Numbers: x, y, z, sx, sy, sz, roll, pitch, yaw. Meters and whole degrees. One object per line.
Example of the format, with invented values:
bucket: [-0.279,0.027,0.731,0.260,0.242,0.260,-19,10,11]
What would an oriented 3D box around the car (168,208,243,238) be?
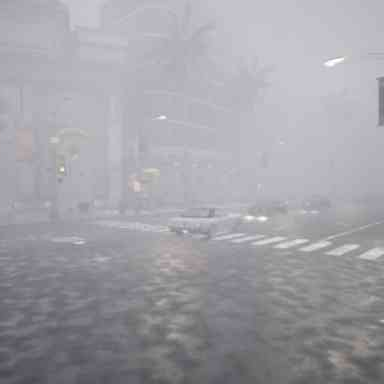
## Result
car: [0.879,1.432,16.676,1.895,1.301,4.718,0,1,32]

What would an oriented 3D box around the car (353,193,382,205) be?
car: [23.766,0.901,45.125,4.902,1.511,2.128,-1,1,-33]

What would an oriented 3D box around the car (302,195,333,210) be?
car: [13.621,1.054,36.100,2.128,1.511,4.902,0,1,43]

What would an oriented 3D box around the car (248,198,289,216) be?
car: [6.554,1.245,28.472,1.994,1.385,4.181,0,1,43]
